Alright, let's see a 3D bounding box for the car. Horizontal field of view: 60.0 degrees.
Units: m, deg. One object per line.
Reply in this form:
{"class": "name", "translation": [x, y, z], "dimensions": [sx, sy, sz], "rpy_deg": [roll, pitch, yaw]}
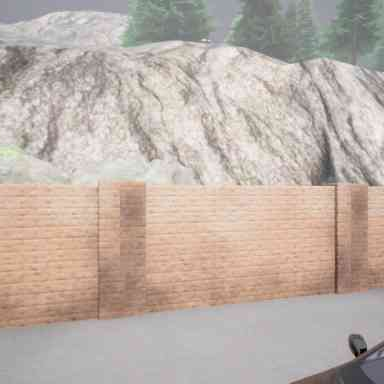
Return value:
{"class": "car", "translation": [2.235, 1.492, 1.870], "dimensions": [4.902, 1.511, 2.128], "rpy_deg": [0, 0, -18]}
